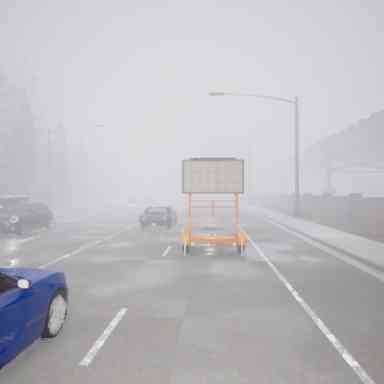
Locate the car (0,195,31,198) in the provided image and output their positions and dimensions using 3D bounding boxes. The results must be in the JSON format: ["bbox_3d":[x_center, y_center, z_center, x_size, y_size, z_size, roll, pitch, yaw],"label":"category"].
[{"bbox_3d":[-12.768,1.229,22.474,2.150,2.045,5.566,0,0,3],"label":"car"}]

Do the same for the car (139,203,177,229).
[{"bbox_3d":[-2.097,1.608,21.848,1.895,1.301,4.718,0,0,3],"label":"car"}]

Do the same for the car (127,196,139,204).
[{"bbox_3d":[-11.442,1.536,64.916,2.128,1.511,4.902,0,-1,-4],"label":"car"}]

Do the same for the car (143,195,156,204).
[{"bbox_3d":[-7.780,1.376,61.633,2.097,1.767,4.553,0,0,-2],"label":"car"}]

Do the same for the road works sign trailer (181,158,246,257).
[{"bbox_3d":[0.827,0.469,13.041,2.380,3.560,2.880,0,0,3],"label":"road works sign trailer"}]

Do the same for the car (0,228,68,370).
[{"bbox_3d":[-3.096,1.479,3.594,1.882,1.535,5.008,0,0,3],"label":"car"}]

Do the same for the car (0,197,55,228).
[{"bbox_3d":[-9.498,1.358,18.383,2.097,1.767,4.553,0,0,3],"label":"car"}]
